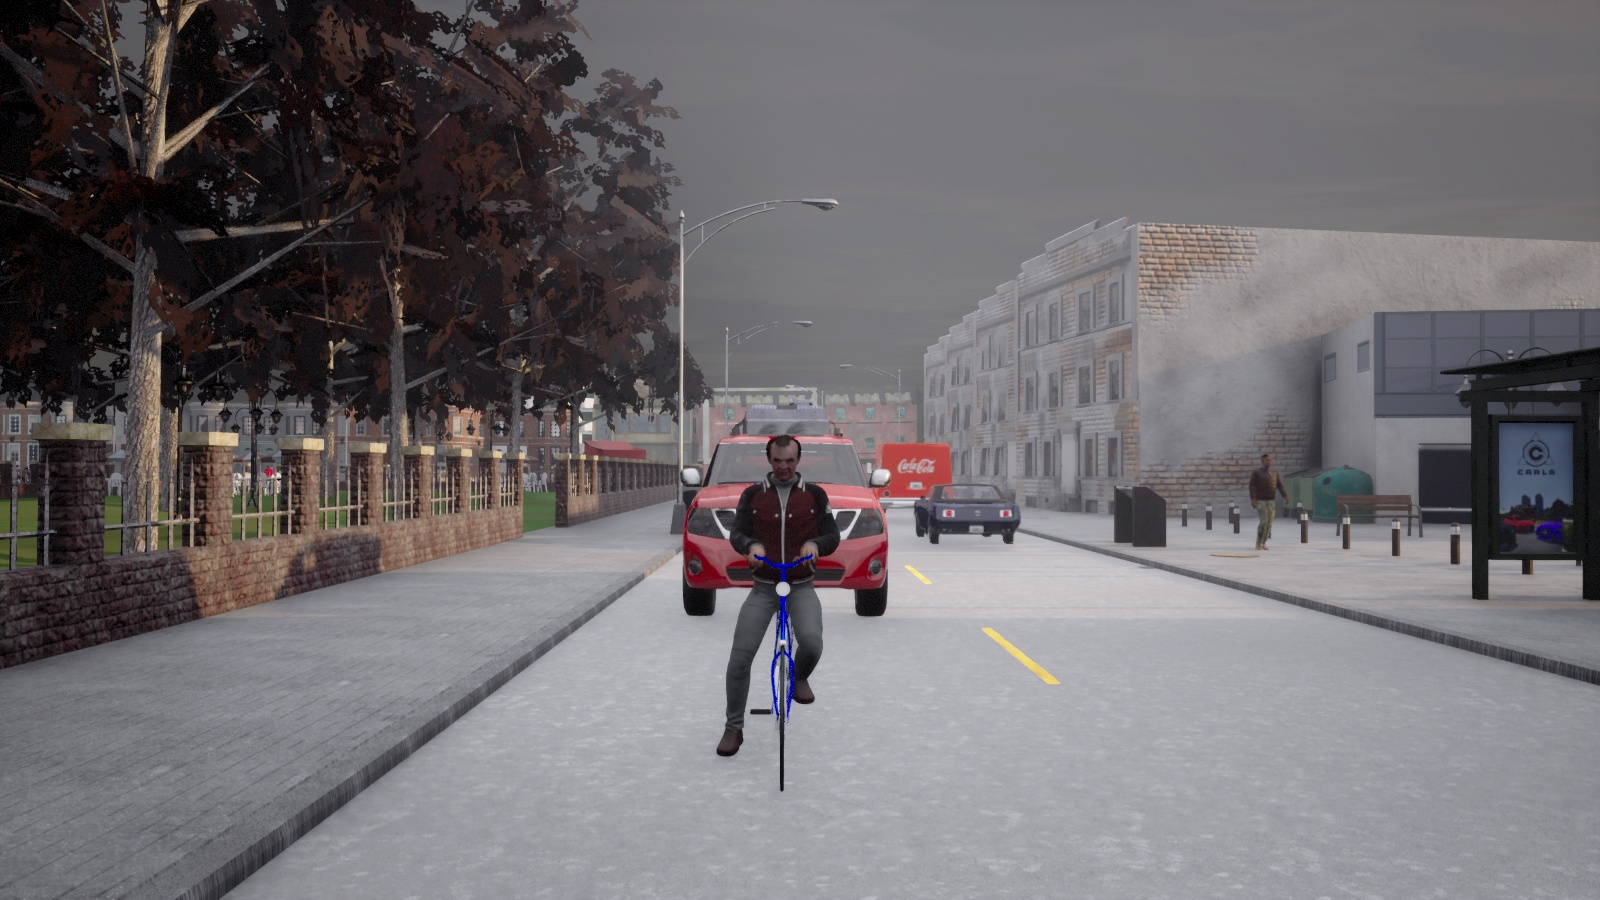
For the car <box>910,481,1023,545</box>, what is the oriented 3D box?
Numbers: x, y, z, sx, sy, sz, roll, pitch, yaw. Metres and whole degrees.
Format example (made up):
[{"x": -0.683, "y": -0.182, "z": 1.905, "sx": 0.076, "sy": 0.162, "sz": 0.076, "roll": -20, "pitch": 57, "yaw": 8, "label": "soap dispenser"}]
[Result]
[{"x": 3.702, "y": 1.380, "z": 28.659, "sx": 1.895, "sy": 1.301, "sz": 4.718, "roll": 0, "pitch": -1, "yaw": -1, "label": "car"}]

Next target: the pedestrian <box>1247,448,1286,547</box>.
[{"x": 8.747, "y": 0.884, "z": 23.548, "sx": 0.431, "sy": 1.840, "sz": 0.703, "roll": 0, "pitch": -1, "yaw": -3, "label": "pedestrian"}]

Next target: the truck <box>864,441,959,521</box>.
[{"x": 3.572, "y": 1.007, "z": 41.387, "sx": 2.627, "sy": 2.467, "sz": 5.204, "roll": 0, "pitch": -1, "yaw": -1, "label": "truck"}]

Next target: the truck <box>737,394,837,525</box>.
[{"x": -0.427, "y": 0.339, "z": 41.025, "sx": 2.891, "sy": 3.827, "sz": 8.468, "roll": 0, "pitch": -1, "yaw": -1, "label": "truck"}]

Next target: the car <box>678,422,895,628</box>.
[{"x": -0.171, "y": 0.791, "z": 15.308, "sx": 2.150, "sy": 2.045, "sz": 5.566, "roll": 0, "pitch": -1, "yaw": -1, "label": "car"}]

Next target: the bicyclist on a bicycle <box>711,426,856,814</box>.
[{"x": -0.083, "y": 0.798, "z": 6.689, "sx": 0.659, "sy": 1.776, "sz": 1.843, "roll": 0, "pitch": -1, "yaw": -1, "label": "bicyclist on a bicycle"}]
